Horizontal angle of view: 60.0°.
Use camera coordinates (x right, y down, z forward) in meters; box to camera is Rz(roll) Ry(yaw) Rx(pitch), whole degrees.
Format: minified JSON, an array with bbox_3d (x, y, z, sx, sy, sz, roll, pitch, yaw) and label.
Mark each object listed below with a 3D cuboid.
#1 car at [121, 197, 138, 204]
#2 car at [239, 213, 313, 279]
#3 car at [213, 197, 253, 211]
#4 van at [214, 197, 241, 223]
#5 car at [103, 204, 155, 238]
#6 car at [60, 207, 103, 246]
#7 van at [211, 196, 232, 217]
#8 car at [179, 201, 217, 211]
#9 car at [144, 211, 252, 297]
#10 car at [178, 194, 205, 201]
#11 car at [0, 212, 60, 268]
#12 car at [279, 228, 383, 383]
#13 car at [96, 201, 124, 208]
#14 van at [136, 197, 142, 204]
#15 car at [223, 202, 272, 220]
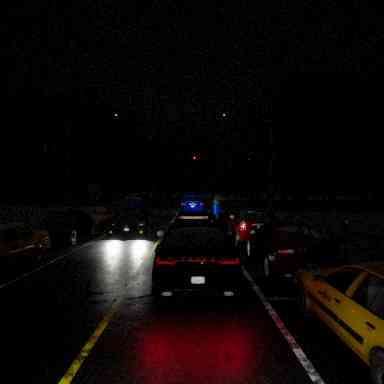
[{"bbox_3d":[-5.778,1.444,26.158,1.967,1.590,4.097,0,0,0],"label":"car"},{"bbox_3d":[2.755,1.545,9.850,1.887,1.381,4.507,0,0,0],"label":"car"},{"bbox_3d":[2.750,1.317,20.725,2.192,1.841,5.009,0,0,0],"label":"car"},{"bbox_3d":[2.747,1.345,26.162,1.690,1.788,3.998,0,0,0],"label":"van"},{"bbox_3d":[-3.092,1.565,17.609,1.994,1.385,4.181,0,0,0],"label":"car"},{"bbox_3d":[-5.773,1.567,15.283,1.947,1.339,4.313,0,0,0],"label":"car"},{"bbox_3d":[2.745,1.346,31.600,1.690,1.788,3.998,0,0,0],"label":"van"},{"bbox_3d":[0.087,1.493,19.071,2.128,1.511,4.902,0,0,0],"label":"car"},{"bbox_3d":[0.090,1.478,8.627,1.882,1.535,5.008,0,0,0],"label":"car"},{"bbox_3d":[0.009,1.226,29.438,2.150,2.045,5.566,0,0,-2],"label":"car"},{"bbox_3d":[-5.770,1.526,9.676,1.752,1.417,4.829,0,0,0],"label":"car"},{"bbox_3d":[2.758,1.525,4.582,1.752,1.417,4.829,0,0,0],"label":"car"},{"bbox_3d":[-5.775,1.527,20.551,1.752,1.417,4.829,0,0,0],"label":"car"},{"bbox_3d":[-5.781,1.346,31.596,1.690,1.788,3.998,0,0,0],"label":"van"},{"bbox_3d":[2.752,1.441,15.287,1.967,1.590,4.097,0,0,0],"label":"car"}]
